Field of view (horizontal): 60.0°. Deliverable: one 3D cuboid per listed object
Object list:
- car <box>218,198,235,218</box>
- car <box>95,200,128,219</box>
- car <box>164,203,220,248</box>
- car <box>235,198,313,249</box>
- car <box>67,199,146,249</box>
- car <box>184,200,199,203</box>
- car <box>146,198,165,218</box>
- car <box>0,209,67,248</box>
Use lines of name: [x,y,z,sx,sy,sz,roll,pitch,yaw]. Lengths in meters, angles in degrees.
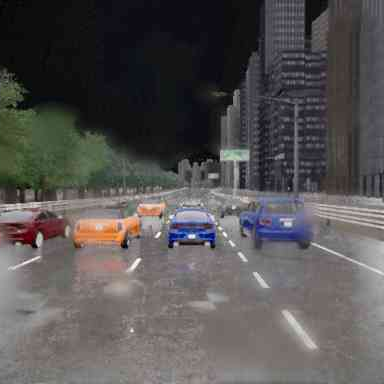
car: [3.454,1.347,29.673,2.097,1.767,4.553,0,0,0]
car: [-7.046,1.498,29.673,1.837,1.490,4.892,0,0,0]
car: [-0.011,1.478,14.680,1.882,1.535,5.008,0,0,0]
car: [3.489,1.251,14.714,2.150,2.045,5.566,0,0,0]
car: [-3.511,1.360,14.645,2.097,1.767,4.553,0,0,0]
car: [-0.045,1.477,29.693,2.128,1.511,4.902,0,0,0]
car: [-3.546,1.348,29.653,2.097,1.767,4.553,0,0,0]
car: [-7.011,1.478,14.670,1.882,1.535,5.008,0,0,0]
